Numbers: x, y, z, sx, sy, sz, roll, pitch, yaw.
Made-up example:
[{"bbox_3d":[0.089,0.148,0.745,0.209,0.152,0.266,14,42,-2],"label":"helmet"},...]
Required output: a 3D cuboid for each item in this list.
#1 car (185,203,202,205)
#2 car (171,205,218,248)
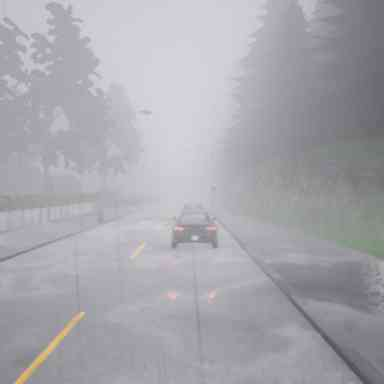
[{"bbox_3d":[0.079,1.496,24.276,2.033,1.411,5.357,0,0,0],"label":"car"},{"bbox_3d":[0.108,1.495,14.425,1.812,1.442,4.674,0,0,0],"label":"car"}]
